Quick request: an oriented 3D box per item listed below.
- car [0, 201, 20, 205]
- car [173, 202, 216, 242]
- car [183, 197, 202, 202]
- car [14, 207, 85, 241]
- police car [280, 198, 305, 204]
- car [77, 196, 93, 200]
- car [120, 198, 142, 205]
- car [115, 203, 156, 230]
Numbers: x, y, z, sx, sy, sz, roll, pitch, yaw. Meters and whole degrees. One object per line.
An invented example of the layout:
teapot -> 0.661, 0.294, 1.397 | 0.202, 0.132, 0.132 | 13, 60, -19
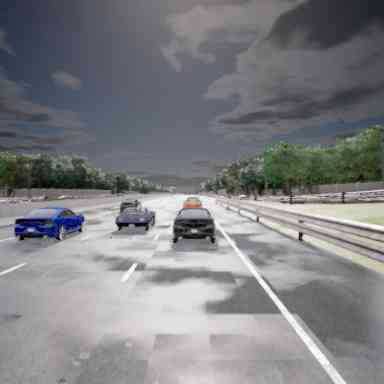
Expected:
car -> -17.605, 1.551, 31.348 | 2.033, 1.411, 5.357 | 0, 0, 0
car -> 0.097, 1.483, 16.383 | 1.882, 1.535, 5.008 | 0, 0, 0
car -> 0.092, 1.353, 37.275 | 2.097, 1.767, 4.553 | 0, 0, 0
car -> -6.903, 1.484, 16.726 | 1.882, 1.535, 5.008 | 0, 0, 0
police car -> 16.578, 1.275, 55.410 | 2.038, 1.542, 4.974 | 0, -1, -18
car -> -21.013, 1.529, 65.660 | 1.895, 1.301, 4.718 | 0, 0, 0
car -> -6.907, 1.506, 37.823 | 1.837, 1.490, 4.892 | 0, 0, 0
car -> -3.404, 1.607, 21.016 | 1.895, 1.301, 4.718 | 0, 0, 0
